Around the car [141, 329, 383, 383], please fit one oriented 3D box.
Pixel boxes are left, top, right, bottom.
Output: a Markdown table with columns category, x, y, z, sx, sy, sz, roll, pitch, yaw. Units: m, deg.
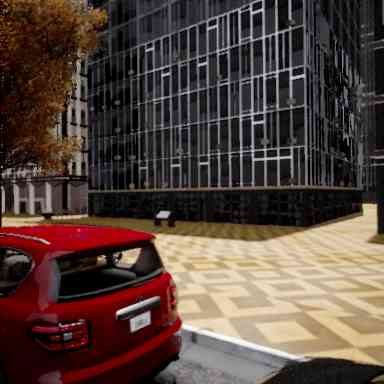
| category | x | y | z | sx | sy | sz | roll | pitch | yaw |
| --- | --- | --- | --- | --- | --- | --- | --- | --- | --- |
| car | 2.054 | 1.554 | 1.414 | 4.313 | 1.339 | 1.947 | -1 | -1 | 35 |

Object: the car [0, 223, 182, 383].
| category | x | y | z | sx | sy | sz | roll | pitch | yaw |
| --- | --- | --- | --- | --- | --- | --- | --- | --- | --- |
| car | -2.446 | 1.370 | 4.621 | 5.009 | 1.841 | 2.192 | -1 | -1 | 35 |
